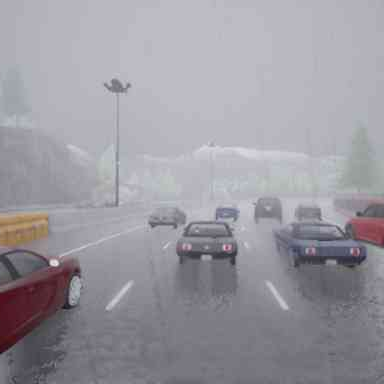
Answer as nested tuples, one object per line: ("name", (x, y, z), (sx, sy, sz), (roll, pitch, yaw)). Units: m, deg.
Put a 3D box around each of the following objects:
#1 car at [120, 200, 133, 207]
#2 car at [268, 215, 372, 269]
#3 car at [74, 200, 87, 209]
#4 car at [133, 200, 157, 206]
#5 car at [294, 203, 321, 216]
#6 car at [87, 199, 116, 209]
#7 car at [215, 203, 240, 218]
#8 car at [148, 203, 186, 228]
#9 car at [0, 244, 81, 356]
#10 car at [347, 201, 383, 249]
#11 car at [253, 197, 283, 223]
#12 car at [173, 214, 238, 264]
("car", (-9.307, 1.967, 50.957), (1.994, 1.385, 4.181), (0, -1, 19))
("car", (4.069, 1.695, 11.504), (1.895, 1.301, 4.718), (0, 0, 4))
("car", (-16.415, 1.970, 51.743), (1.994, 1.385, 4.181), (0, 0, 18))
("car", (-6.326, 1.988, 48.911), (1.895, 1.301, 4.718), (0, 0, 19))
("car", (10.429, 1.721, 30.147), (1.882, 1.535, 5.008), (0, 0, 12))
("car", (-13.157, 1.890, 50.444), (2.128, 1.511, 4.902), (0, -1, 18))
("car", (3.277, 1.719, 30.162), (1.882, 1.535, 5.008), (0, 0, 12))
("car", (-1.588, 1.733, 23.400), (2.033, 1.411, 5.357), (0, 0, 9))
("car", (-3.278, 1.517, 4.988), (1.882, 1.535, 5.008), (0, 0, 2))
("car", (7.639, 1.322, 12.295), (2.150, 2.045, 5.566), (0, 0, 5))
("car", (6.316, 1.445, 27.781), (2.150, 2.045, 5.566), (0, 0, 11))
("car", (0.617, 1.699, 12.202), (1.895, 1.301, 4.718), (0, 0, 4))
